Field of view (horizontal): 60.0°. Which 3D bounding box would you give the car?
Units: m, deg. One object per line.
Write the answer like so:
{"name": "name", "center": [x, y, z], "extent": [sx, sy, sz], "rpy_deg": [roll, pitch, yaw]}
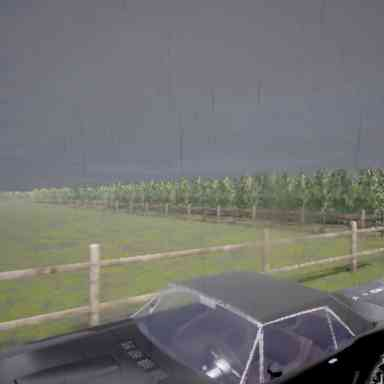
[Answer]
{"name": "car", "center": [0.256, 1.609, 3.255], "extent": [4.718, 1.301, 1.895], "rpy_deg": [0, 0, -35]}
